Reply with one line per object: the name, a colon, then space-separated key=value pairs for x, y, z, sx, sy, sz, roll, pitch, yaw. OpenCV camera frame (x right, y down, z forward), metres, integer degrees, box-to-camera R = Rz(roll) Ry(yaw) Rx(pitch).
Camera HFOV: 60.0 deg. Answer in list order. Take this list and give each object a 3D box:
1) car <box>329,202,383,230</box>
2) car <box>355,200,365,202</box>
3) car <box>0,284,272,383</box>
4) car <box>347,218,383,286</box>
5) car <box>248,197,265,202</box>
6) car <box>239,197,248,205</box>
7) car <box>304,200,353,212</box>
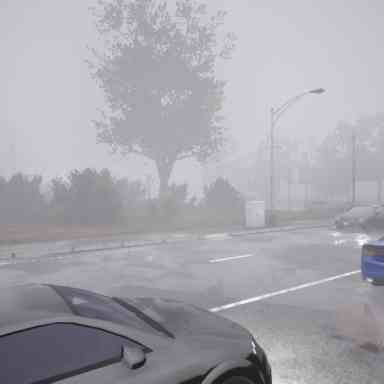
car: x=10.578 y=1.525 z=20.076 sx=4.674 sy=1.442 sz=1.812 roll=0 pitch=0 yaw=-35
car: x=18.640 y=1.601 z=36.898 sx=1.895 sy=1.301 sz=4.718 roll=0 pitch=0 yaw=-36
car: x=-1.251 y=1.564 z=2.856 sx=4.181 sy=1.385 sz=1.994 roll=0 pitch=0 yaw=-36
car: x=6.126 y=1.478 z=8.155 sx=5.008 sy=1.535 sz=1.882 roll=0 pitch=0 yaw=-36
car: x=9.442 y=1.477 z=50.913 sx=2.128 sy=1.511 sz=4.902 roll=0 pitch=0 yaw=-33
car: x=5.489 y=1.201 z=50.593 sx=2.150 sy=2.045 sz=5.566 roll=0 pitch=0 yaw=-33
car: x=14.658 y=1.601 z=36.093 sx=1.895 sy=1.301 sz=4.718 roll=0 pitch=0 yaw=-30
